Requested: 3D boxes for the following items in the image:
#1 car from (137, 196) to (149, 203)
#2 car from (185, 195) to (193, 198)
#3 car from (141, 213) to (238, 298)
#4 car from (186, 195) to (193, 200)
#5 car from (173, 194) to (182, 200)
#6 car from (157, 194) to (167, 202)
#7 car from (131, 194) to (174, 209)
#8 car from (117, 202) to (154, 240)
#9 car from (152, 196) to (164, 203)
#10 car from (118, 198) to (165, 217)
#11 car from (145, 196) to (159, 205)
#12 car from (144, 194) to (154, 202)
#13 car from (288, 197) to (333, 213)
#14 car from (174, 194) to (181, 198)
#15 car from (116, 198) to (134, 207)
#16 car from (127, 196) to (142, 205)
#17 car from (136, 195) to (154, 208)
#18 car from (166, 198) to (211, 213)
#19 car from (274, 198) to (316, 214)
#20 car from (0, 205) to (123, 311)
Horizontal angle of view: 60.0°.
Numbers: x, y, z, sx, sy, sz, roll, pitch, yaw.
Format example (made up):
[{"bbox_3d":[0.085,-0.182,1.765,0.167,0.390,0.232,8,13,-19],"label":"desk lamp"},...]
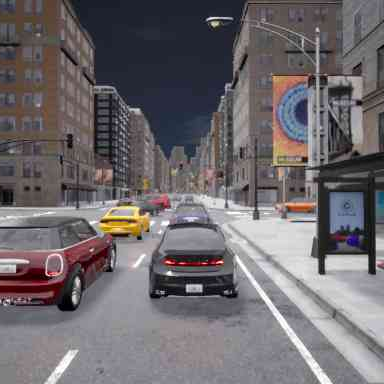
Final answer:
[{"bbox_3d":[-10.297,1.614,70.200,1.895,1.301,4.718,0,0,0],"label":"car"},{"bbox_3d":[-0.604,1.543,77.780,2.128,1.511,4.902,0,0,0],"label":"car"},{"bbox_3d":[0.015,1.508,8.477,1.837,1.490,4.892,0,0,-1],"label":"car"},{"bbox_3d":[-0.717,1.531,92.742,2.128,1.511,4.902,0,0,0],"label":"car"},{"bbox_3d":[-3.962,1.364,91.949,2.128,1.511,4.902,0,0,0],"label":"car"},{"bbox_3d":[-7.114,1.372,79.009,2.097,1.767,4.553,0,0,0],"label":"car"},{"bbox_3d":[-5.216,1.297,38.832,5.566,2.045,2.150,0,-1,-1],"label":"car"},{"bbox_3d":[-3.297,1.484,17.032,1.882,1.535,5.008,0,0,-1],"label":"car"},{"bbox_3d":[-7.037,1.583,68.892,1.994,1.385,4.181,0,0,0],"label":"car"},{"bbox_3d":[-4.785,1.468,28.832,1.837,1.490,4.892,-1,-2,34],"label":"car"},{"bbox_3d":[-7.045,1.544,58.884,1.812,1.442,4.674,0,0,0],"label":"car"},{"bbox_3d":[-10.375,1.372,80.514,2.097,1.767,4.553,0,0,0],"label":"car"},{"bbox_3d":[13.874,1.485,39.043,4.553,1.767,2.097,0,-1,-1],"label":"car"},{"bbox_3d":[-3.886,1.603,81.977,1.895,1.301,4.718,0,0,0],"label":"car"},{"bbox_3d":[-10.249,1.583,51.331,1.994,1.385,4.181,0,0,0],"label":"car"},{"bbox_3d":[-10.291,1.523,60.152,1.837,1.490,4.892,0,0,0],"label":"car"},{"bbox_3d":[-6.991,1.370,50.308,2.097,1.767,4.553,0,0,0],"label":"car"},{"bbox_3d":[-0.051,1.359,17.413,2.097,1.767,4.553,0,0,0],"label":"car"},{"bbox_3d":[11.208,1.435,35.767,4.553,1.767,2.097,0,-1,-1],"label":"car"},{"bbox_3d":[-3.228,1.355,7.904,2.097,1.767,4.553,0,0,-1],"label":"car"}]
